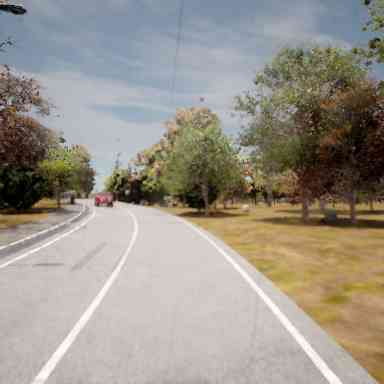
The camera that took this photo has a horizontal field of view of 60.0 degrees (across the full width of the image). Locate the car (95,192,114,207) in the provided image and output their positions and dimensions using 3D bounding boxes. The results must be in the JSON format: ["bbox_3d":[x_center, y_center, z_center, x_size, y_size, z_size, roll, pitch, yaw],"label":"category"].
[{"bbox_3d":[-12.146,0.980,45.928,2.150,2.045,5.566,2,-1,-20],"label":"car"}]
